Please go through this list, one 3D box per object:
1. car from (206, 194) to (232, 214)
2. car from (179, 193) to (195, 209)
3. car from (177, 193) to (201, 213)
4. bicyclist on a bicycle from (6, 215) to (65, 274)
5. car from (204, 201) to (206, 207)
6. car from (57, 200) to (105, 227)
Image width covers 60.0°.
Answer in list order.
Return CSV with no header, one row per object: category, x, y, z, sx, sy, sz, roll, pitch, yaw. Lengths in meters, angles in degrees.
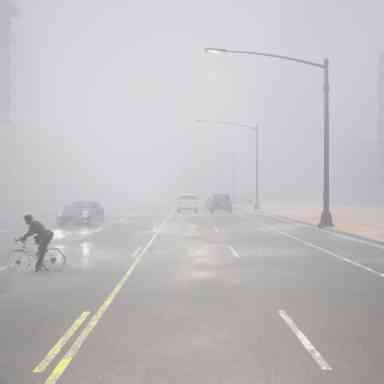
car,3.014,1.221,36.092,2.150,2.045,5.566,0,0,-1
car,-0.683,1.221,47.536,2.150,2.045,5.566,0,0,-1
car,-0.500,1.221,36.943,2.150,2.045,5.566,0,0,-1
bicyclist on a bicycle,-4.366,1.455,9.255,1.656,1.620,0.582,-2,0,-1
car,2.805,1.547,46.747,2.033,1.411,5.357,0,0,-1
car,-7.396,1.351,22.516,2.097,1.767,4.553,0,0,0
